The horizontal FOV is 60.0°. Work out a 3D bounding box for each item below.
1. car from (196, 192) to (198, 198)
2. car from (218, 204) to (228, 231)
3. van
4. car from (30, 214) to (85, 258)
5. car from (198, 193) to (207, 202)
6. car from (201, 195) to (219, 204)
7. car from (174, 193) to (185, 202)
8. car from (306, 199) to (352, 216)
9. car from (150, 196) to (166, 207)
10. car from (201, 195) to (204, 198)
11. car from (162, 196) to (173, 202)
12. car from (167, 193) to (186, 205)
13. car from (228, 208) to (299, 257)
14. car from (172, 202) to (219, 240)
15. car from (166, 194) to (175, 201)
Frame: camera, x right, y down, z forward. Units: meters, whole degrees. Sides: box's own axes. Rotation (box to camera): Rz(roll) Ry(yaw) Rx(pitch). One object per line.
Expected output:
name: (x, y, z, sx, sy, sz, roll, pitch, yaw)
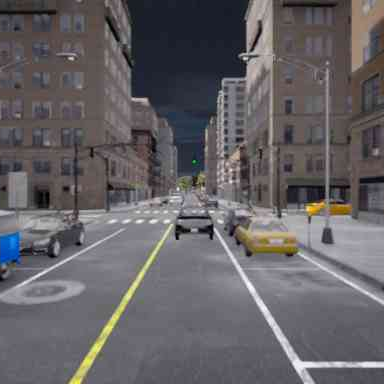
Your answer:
car: (2.665, 1.257, 78.979, 2.192, 1.841, 5.009, 0, 0, 0)
car: (2.646, 1.539, 18.012, 2.008, 1.369, 4.403, 0, 0, 0)
van: (-5.388, 1.336, 7.201, 1.690, 1.788, 3.998, 0, 0, 0)
car: (-5.385, 1.543, 12.608, 2.008, 1.369, 4.403, 0, 0, 0)
car: (2.661, 1.393, 67.615, 1.967, 1.590, 4.097, 0, 0, 0)
car: (2.653, 1.522, 44.888, 2.008, 1.369, 4.403, 0, 0, 0)
car: (-2.724, 1.168, 74.863, 2.150, 2.045, 5.566, 0, 0, 0)
car: (12.712, 1.380, 29.538, 5.008, 1.535, 1.882, 0, 0, -3)
car: (-5.370, 1.492, 50.401, 1.752, 1.417, 4.829, 0, 0, 0)
car: (2.655, 1.549, 50.570, 1.802, 1.307, 4.206, 0, 0, 0)
car: (-5.362, 1.498, 73.296, 2.008, 1.369, 4.403, 0, 0, 0)
car: (-2.766, 1.180, 59.061, 2.150, 2.045, 5.566, 0, 0, 1)
car: (2.649, 1.517, 12.776, 1.752, 1.417, 4.829, 0, 0, 0)
car: (0.101, 1.480, 17.057, 2.128, 1.511, 4.902, 0, 0, 0)
car: (-5.358, 1.377, 84.658, 1.967, 1.590, 4.097, 0, 0, 0)
